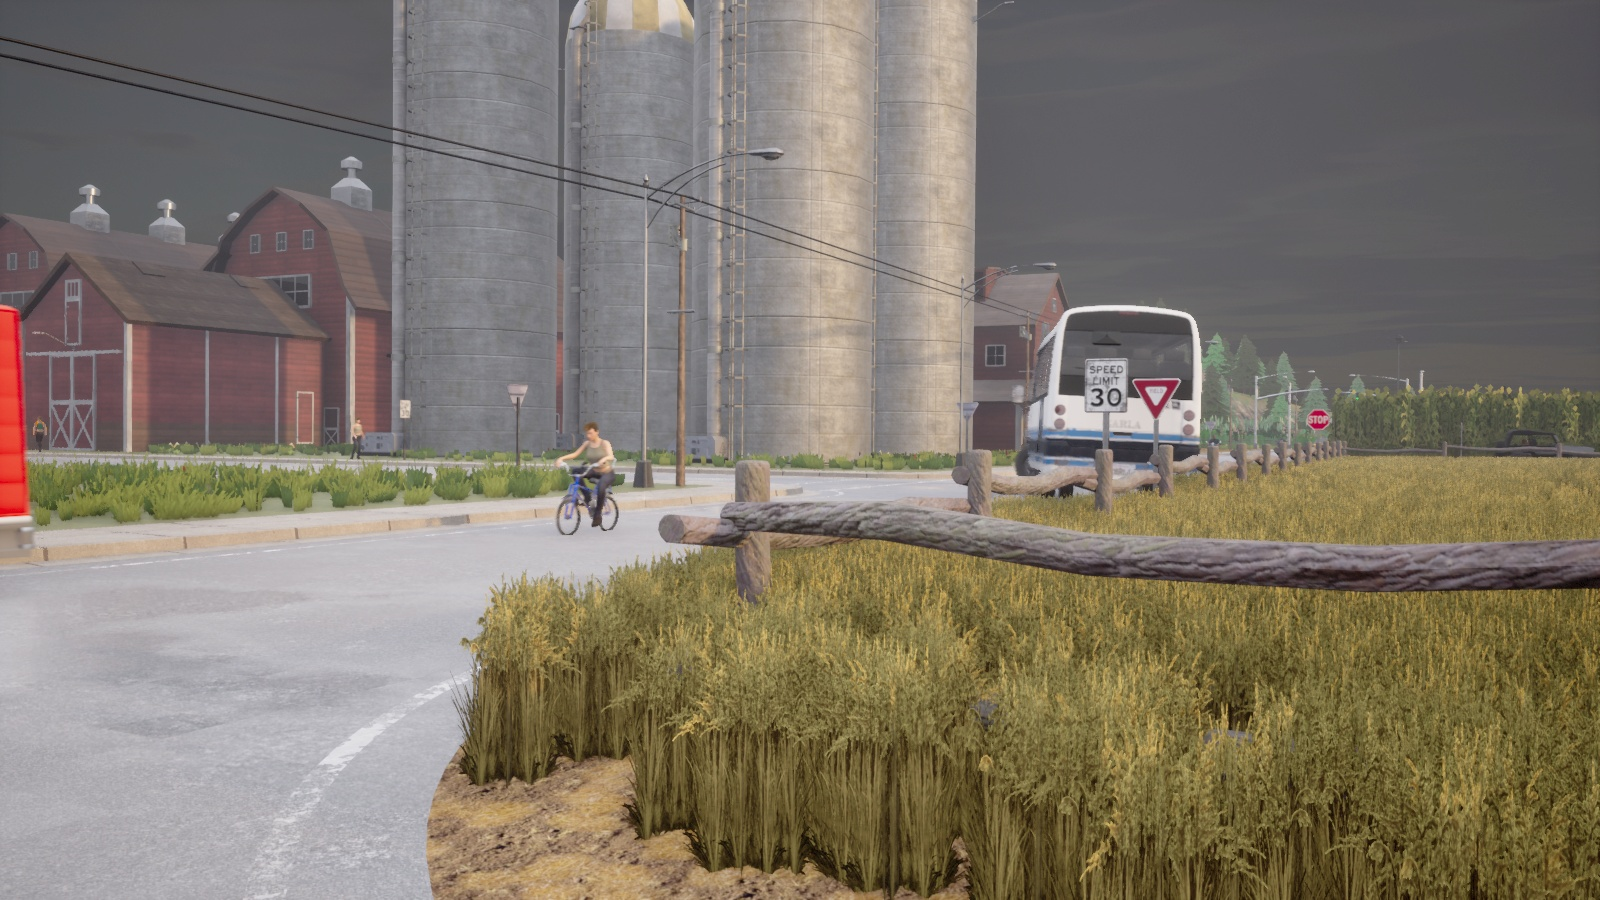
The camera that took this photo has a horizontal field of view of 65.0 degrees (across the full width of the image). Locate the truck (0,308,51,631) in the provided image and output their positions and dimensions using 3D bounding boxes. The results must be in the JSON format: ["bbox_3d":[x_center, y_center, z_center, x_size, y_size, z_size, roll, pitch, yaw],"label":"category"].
[{"bbox_3d":[-8.155,0.199,8.023,2.627,2.467,5.204,-1,0,22],"label":"truck"}]

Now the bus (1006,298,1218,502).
[{"bbox_3d":[7.487,-1.150,31.997,3.944,4.253,10.273,2,1,7],"label":"bus"}]

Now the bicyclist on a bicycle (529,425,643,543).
[{"bbox_3d":[-3.032,0.450,17.942,0.866,1.612,1.509,0,1,26],"label":"bicyclist on a bicycle"}]

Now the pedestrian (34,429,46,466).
[{"bbox_3d":[-37.980,-0.126,62.727,0.594,1.836,0.345,0,1,44],"label":"pedestrian"}]

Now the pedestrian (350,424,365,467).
[{"bbox_3d":[-18.996,-0.177,53.913,0.594,1.836,0.345,0,1,41],"label":"pedestrian"}]

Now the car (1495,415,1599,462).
[{"bbox_3d":[31.351,-0.474,52.556,3.866,1.878,1.905,0,1,25],"label":"car"}]
